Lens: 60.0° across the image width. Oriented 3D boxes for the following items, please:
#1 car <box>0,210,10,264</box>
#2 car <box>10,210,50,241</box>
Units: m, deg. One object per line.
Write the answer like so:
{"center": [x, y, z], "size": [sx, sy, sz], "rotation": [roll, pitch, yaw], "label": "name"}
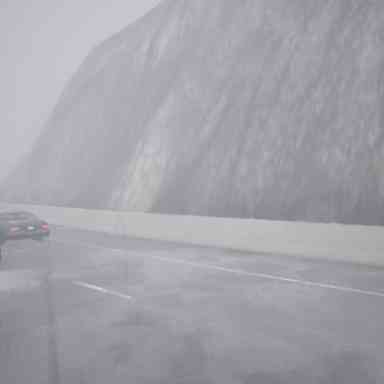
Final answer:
{"center": [-7.751, 1.346, 10.246], "size": [4.553, 1.767, 2.097], "rotation": [0, 0, 39], "label": "car"}
{"center": [-8.606, 1.545, 15.538], "size": [5.357, 1.411, 2.033], "rotation": [0, 0, 41], "label": "car"}
